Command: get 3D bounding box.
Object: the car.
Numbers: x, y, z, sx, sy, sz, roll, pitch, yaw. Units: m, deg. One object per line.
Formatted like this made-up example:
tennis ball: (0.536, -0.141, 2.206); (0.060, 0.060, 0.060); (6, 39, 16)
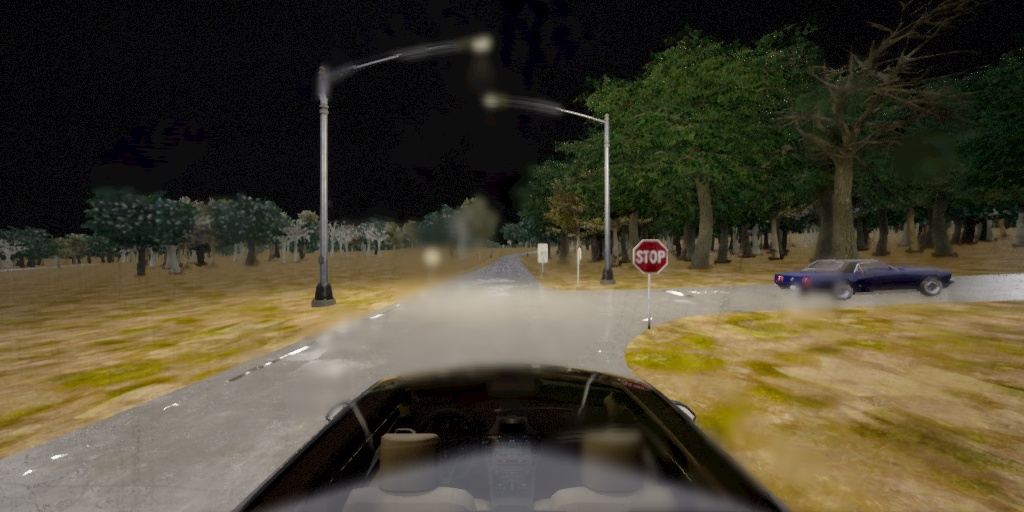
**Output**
car: (12.161, 0.767, 12.543); (4.718, 1.301, 1.895); (-3, 0, 1)
